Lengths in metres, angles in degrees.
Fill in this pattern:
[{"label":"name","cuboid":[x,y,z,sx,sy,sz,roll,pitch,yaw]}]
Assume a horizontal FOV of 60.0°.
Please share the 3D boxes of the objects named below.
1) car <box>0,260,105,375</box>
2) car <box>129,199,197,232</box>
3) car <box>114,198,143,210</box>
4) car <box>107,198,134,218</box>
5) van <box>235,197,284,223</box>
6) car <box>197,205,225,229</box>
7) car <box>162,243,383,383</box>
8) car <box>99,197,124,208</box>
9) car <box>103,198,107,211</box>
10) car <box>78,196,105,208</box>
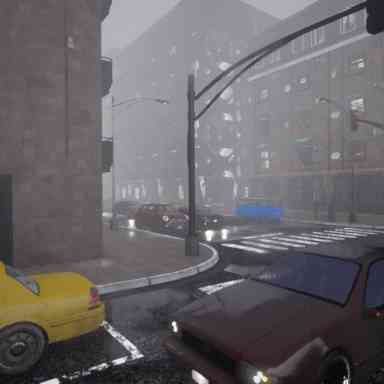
[{"label":"car","cuboid":[-3.566,1.525,4.024,4.829,1.417,1.752,0,0,-35]},{"label":"car","cuboid":[-1.834,1.440,20.021,1.967,1.590,4.097,0,0,-36]},{"label":"car","cuboid":[-8.308,1.463,43.265,1.887,1.381,4.507,-1,0,-36]},{"label":"car","cuboid":[-5.604,1.493,29.650,1.812,1.442,4.674,-1,0,-36]},{"label":"van","cuboid":[4.967,1.280,24.917,1.690,1.788,3.998,0,0,-36]},{"label":"car","cuboid":[0.231,1.545,21.584,1.994,1.385,4.181,-1,0,-36]},{"label":"car","cuboid":[2.254,1.545,4.980,5.357,1.411,2.033,0,0,-35]},{"label":"car","cuboid":[-11.626,1.463,47.852,1.887,1.381,4.507,-1,0,-36]},{"label":"car","cuboid":[-11.544,1.452,37.874,2.128,1.511,4.902,-1,0,-36]},{"label":"car","cuboid":[-14.270,1.429,46.997,2.128,1.511,4.902,-1,0,-36]}]
